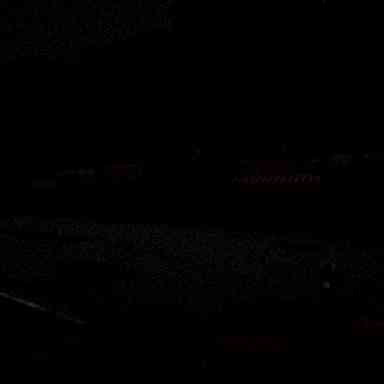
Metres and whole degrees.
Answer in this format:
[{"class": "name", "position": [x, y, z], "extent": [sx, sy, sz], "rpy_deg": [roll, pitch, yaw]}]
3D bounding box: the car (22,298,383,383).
[{"class": "car", "position": [0.507, 1.543, 2.435], "extent": [4.507, 1.381, 1.887], "rpy_deg": [0, 1, 36]}]
